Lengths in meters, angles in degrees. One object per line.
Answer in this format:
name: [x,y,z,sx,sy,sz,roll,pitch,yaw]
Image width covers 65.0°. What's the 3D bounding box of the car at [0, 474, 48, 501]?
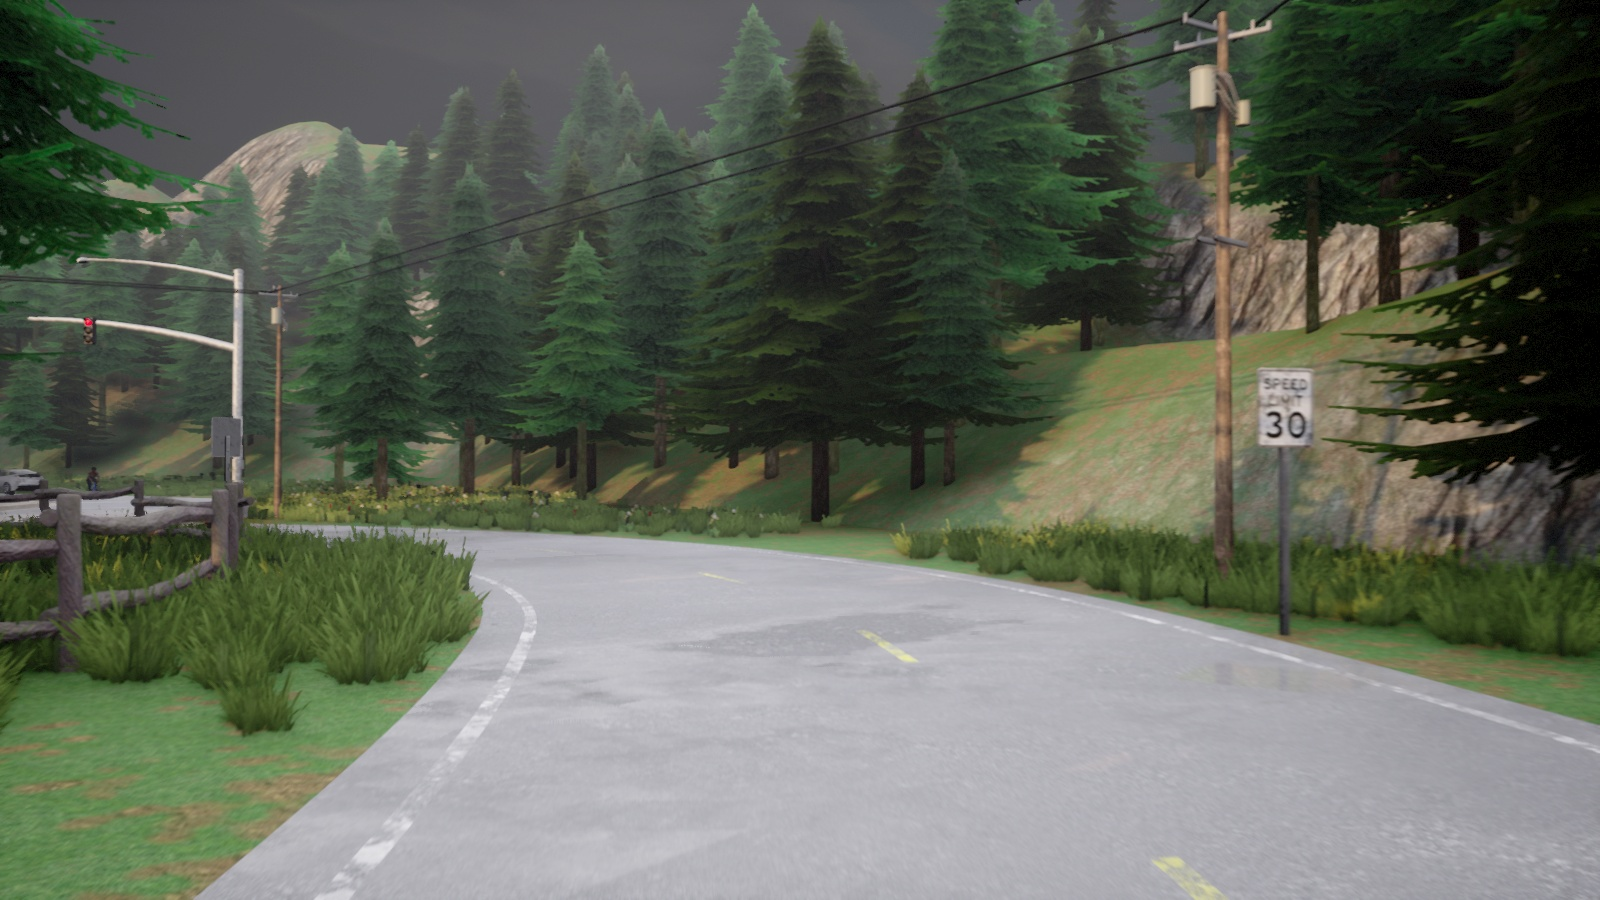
car: [-46.019,2.178,72.956,4.514,1.525,2.007,-1,-1,28]
